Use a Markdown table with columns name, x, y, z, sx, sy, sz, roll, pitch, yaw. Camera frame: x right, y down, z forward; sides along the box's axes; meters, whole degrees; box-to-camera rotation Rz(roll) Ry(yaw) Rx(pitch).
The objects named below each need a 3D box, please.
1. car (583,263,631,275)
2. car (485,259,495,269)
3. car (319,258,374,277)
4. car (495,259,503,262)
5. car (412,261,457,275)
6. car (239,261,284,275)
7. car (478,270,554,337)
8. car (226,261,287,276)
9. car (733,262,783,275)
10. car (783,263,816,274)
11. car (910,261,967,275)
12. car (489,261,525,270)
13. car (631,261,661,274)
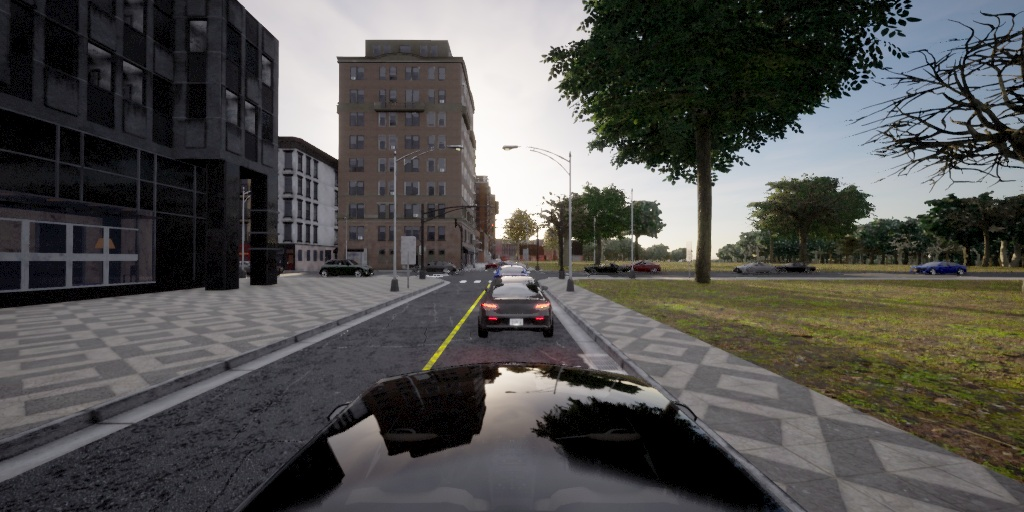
| name | x | y | z | sx | sy | sz | roll | pitch | yaw |
| --- | --- | --- | --- | --- | --- | --- | --- | --- | --- |
| car | 10.379 | 1.415 | 40.072 | 4.718 | 1.301 | 1.895 | 0 | -1 | -1 |
| car | -3.083 | 1.429 | 56.216 | 1.895 | 1.301 | 4.718 | 0 | 0 | 1 |
| car | -15.245 | 1.074 | 33.292 | 4.553 | 1.767 | 2.097 | 0 | -1 | 0 |
| car | -0.520 | 1.358 | 49.420 | 2.033 | 1.411 | 5.357 | 0 | 0 | -13 |
| car | -8.592 | 1.304 | 40.020 | 4.892 | 1.490 | 1.837 | 0 | -1 | 0 |
| car | -24.382 | 1.217 | 33.247 | 4.902 | 1.511 | 2.128 | 0 | -1 | 0 |
| car | 0.076 | 1.280 | 10.143 | 1.812 | 1.442 | 4.674 | 0 | 0 | -1 |
| car | -25.881 | 1.267 | 36.489 | 4.892 | 1.490 | 1.837 | 0 | -1 | 0 |
| car | 27.247 | 1.396 | 40.195 | 4.181 | 1.385 | 1.994 | 0 | -1 | 0 |
| car | 33.782 | 1.479 | 43.470 | 4.718 | 1.301 | 1.895 | 0 | -1 | 0 |
| car | 47.705 | 1.355 | 40.200 | 5.008 | 1.535 | 1.882 | 0 | -1 | 0 |
| car | -0.014 | 1.241 | 19.532 | 1.882 | 1.535 | 5.008 | 0 | 0 | 0 |
| car | 15.359 | 1.332 | 43.389 | 5.008 | 1.535 | 1.882 | 0 | -1 | -1 |
